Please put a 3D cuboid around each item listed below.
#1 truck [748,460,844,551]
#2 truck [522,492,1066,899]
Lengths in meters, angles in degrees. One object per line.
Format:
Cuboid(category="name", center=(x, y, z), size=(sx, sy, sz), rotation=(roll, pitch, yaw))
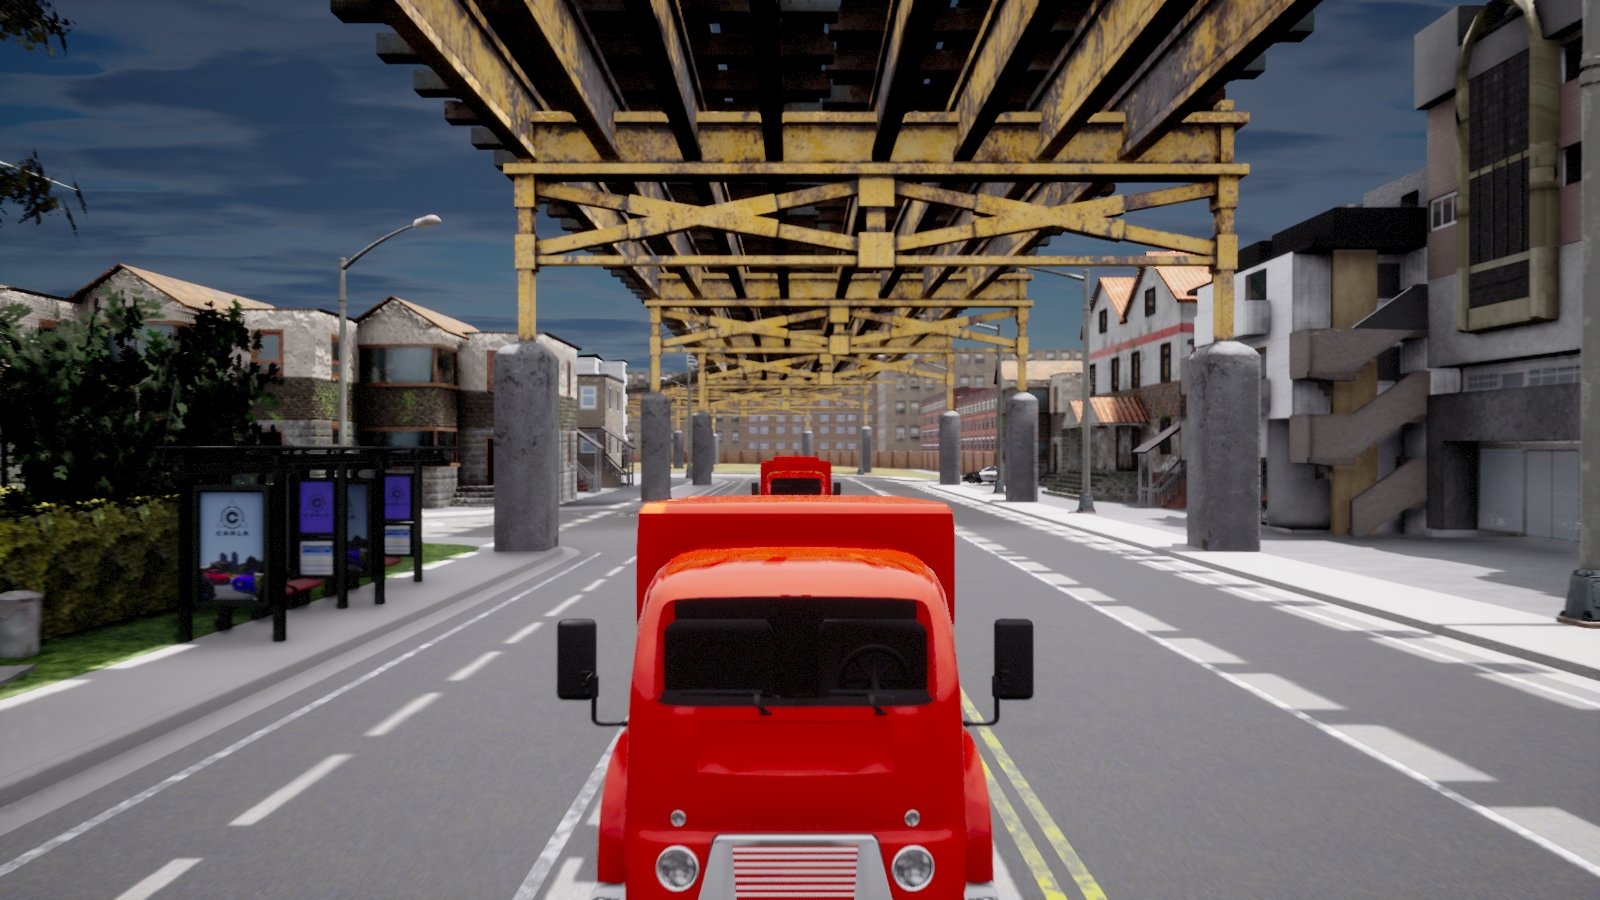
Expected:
Cuboid(category="truck", center=(-0.119, 1.544, 33.938), size=(2.627, 2.467, 5.204), rotation=(0, 0, 0))
Cuboid(category="truck", center=(-0.033, 1.577, 8.131), size=(2.627, 2.467, 5.204), rotation=(0, -1, 0))
